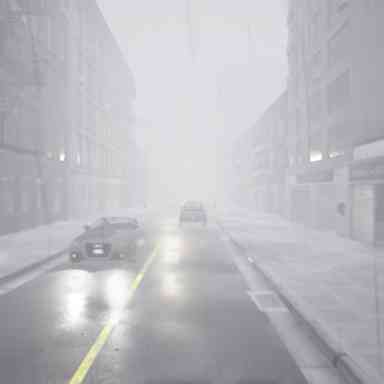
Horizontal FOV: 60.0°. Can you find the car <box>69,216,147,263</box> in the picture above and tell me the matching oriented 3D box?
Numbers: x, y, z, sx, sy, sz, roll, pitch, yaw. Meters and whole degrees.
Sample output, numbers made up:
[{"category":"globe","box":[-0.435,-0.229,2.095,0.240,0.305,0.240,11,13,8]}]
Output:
[{"category":"car","box":[-2.764,1.566,11.775,1.994,1.385,4.181,0,0,0]}]

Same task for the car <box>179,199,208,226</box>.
[{"category":"car","box":[0.082,1.499,23.601,2.128,1.511,4.902,0,0,0]}]
